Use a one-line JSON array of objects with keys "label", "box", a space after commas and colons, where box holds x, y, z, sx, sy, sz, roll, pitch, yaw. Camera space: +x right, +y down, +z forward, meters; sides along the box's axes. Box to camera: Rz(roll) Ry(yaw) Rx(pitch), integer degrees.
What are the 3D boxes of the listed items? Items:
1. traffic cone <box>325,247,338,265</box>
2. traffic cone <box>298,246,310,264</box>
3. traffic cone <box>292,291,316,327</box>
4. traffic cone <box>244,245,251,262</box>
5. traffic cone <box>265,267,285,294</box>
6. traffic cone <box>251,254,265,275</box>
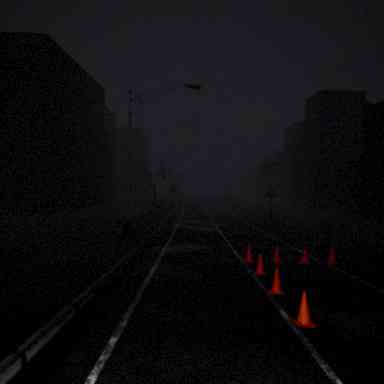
[{"label": "traffic cone", "box": [5.066, 2.296, 12.035, 0.340, 0.580, 0.340, 2, -1, 0]}, {"label": "traffic cone", "box": [4.069, 2.268, 12.042, 0.340, 0.580, 0.340, 2, -1, 1]}, {"label": "traffic cone", "box": [2.041, 2.094, 6.055, 0.340, 0.580, 0.340, 1, -1, 0]}, {"label": "traffic cone", "box": [2.073, 2.212, 12.062, 0.340, 0.580, 0.340, 2, -1, 0]}, {"label": "traffic cone", "box": [2.049, 2.128, 8.055, 0.340, 0.580, 0.340, 2, -1, 0]}, {"label": "traffic cone", "box": [2.061, 2.170, 10.061, 0.340, 0.580, 0.340, 2, -1, 0]}]
